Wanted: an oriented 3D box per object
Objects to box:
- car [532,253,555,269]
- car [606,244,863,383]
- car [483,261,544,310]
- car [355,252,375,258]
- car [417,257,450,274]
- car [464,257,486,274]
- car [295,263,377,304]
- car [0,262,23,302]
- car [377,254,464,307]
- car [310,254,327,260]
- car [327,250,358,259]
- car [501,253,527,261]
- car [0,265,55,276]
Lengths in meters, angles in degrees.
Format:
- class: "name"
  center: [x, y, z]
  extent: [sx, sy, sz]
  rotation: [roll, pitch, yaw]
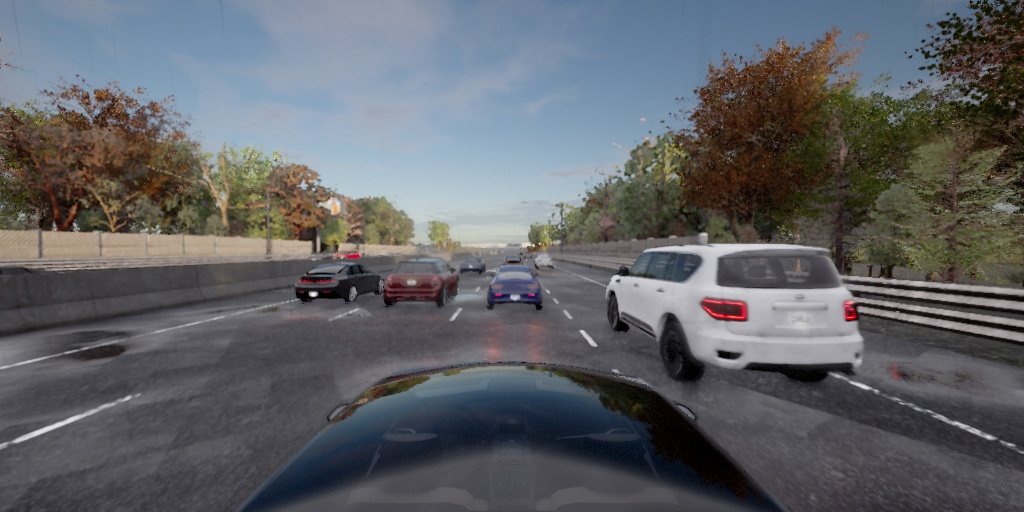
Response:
- class: "car"
  center: [3.498, 0.594, 39.698]
  extent: [1.812, 1.442, 4.674]
  rotation: [0, 1, 0]
- class: "car"
  center: [3.542, 0.809, 7.078]
  extent: [2.150, 2.045, 5.566]
  rotation: [0, 1, 0]
- class: "car"
  center: [0.099, 1.074, 13.466]
  extent: [1.812, 1.442, 4.674]
  rotation: [0, 1, 0]
- class: "car"
  center: [-21.067, 0.489, 53.422]
  extent: [1.895, 1.301, 4.718]
  rotation: [0, 1, 0]
- class: "car"
  center: [-6.898, 0.806, 31.897]
  extent: [1.994, 1.385, 4.181]
  rotation: [0, 1, 0]
- class: "car"
  center: [-3.398, 0.808, 31.736]
  extent: [1.994, 1.385, 4.181]
  rotation: [0, 1, 0]
- class: "car"
  center: [-6.900, 1.030, 14.874]
  extent: [1.837, 1.490, 4.892]
  rotation: [0, 1, 0]
- class: "car"
  center: [-21.101, 1.062, 12.238]
  extent: [2.128, 1.511, 4.902]
  rotation: [0, 1, 0]
- class: "car"
  center: [-3.401, 0.887, 14.287]
  extent: [2.097, 1.767, 4.553]
  rotation: [0, 1, 0]
- class: "car"
  center: [-28.054, 0.383, 53.199]
  extent: [2.128, 1.511, 4.902]
  rotation: [0, 1, 0]
- class: "car"
  center: [-24.555, 0.110, 53.292]
  extent: [2.150, 2.045, 5.566]
  rotation: [0, 1, 1]
- class: "car"
  center: [0.100, 0.757, 31.272]
  extent: [1.837, 1.490, 4.892]
  rotation: [0, 1, 0]
- class: "car"
  center: [-17.600, 1.086, 11.573]
  extent: [1.837, 1.490, 4.892]
  rotation: [0, 1, 0]
